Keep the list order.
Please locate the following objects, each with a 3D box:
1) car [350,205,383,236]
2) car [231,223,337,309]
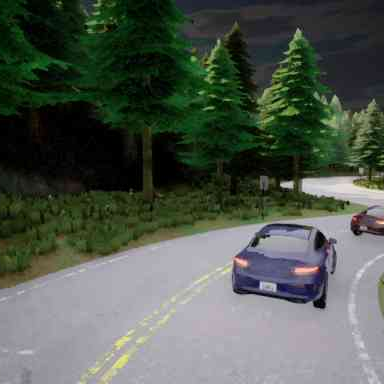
[{"bbox_3d":[9.264,1.336,15.516,4.674,1.442,1.812,-1,5,-34],"label":"car"},{"bbox_3d":[2.358,1.486,7.971,1.812,1.442,4.674,2,2,26],"label":"car"}]
